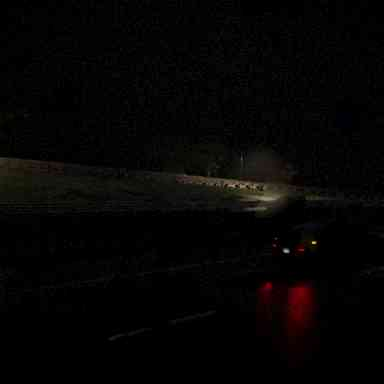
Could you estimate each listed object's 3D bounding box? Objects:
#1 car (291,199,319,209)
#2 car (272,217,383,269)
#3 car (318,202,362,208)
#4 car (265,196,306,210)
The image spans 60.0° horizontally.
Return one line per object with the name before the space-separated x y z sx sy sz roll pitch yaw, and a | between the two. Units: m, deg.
car | 12.776 1.761 34.468 4.674 1.442 1.812 1 0 -35
car | 4.750 1.606 11.429 4.674 1.442 1.812 0 0 -35
car | 14.709 1.782 31.551 5.357 1.411 2.033 1 0 -35
car | 10.704 1.456 37.291 5.566 2.045 2.150 1 0 -35
